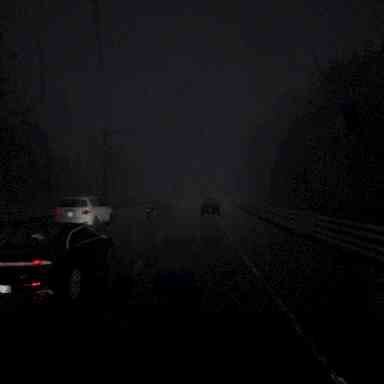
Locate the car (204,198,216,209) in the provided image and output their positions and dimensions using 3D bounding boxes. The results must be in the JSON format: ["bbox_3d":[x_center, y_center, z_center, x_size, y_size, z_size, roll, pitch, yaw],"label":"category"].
[{"bbox_3d":[2.764,1.689,50.277,1.837,1.490,4.892,0,0,4],"label":"car"}]

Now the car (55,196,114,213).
[{"bbox_3d":[-6.573,1.287,20.853,2.150,2.045,5.566,0,0,2],"label":"car"}]

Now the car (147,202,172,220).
[{"bbox_3d":[-2.789,1.622,29.126,1.812,1.442,4.674,0,0,2],"label":"car"}]

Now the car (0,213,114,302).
[{"bbox_3d":[-3.323,1.517,8.338,2.128,1.511,4.902,0,0,1],"label":"car"}]

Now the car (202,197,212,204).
[{"bbox_3d":[3.101,1.750,68.578,1.994,1.385,4.181,0,0,5],"label":"car"}]

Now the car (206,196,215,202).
[{"bbox_3d":[4.958,1.766,86.612,2.033,1.411,5.357,0,0,7],"label":"car"}]

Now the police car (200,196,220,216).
[{"bbox_3d":[1.880,1.545,34.613,1.930,1.638,5.238,0,0,3],"label":"police car"}]

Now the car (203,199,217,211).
[{"bbox_3d":[2.393,1.685,44.364,1.812,1.442,4.674,0,0,3],"label":"car"}]
